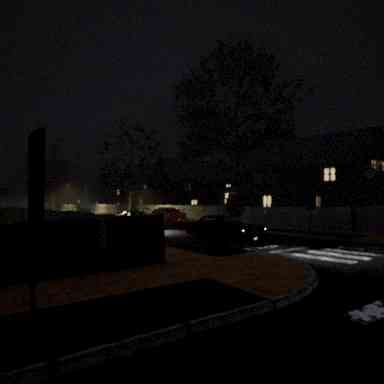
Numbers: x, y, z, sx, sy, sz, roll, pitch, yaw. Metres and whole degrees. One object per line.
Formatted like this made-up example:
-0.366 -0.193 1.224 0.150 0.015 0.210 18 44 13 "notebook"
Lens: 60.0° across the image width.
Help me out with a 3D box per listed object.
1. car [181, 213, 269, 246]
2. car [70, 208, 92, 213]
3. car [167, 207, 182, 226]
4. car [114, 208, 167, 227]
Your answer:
1.648 1.881 17.116 1.895 1.301 4.718 1 -2 -35 "car"
-12.253 2.429 36.707 1.994 1.385 4.181 1 -2 -35 "car"
-2.425 2.056 27.960 1.882 1.535 5.008 1 -2 -36 "car"
-4.349 2.078 25.557 2.033 1.411 5.357 1 -2 -35 "car"
